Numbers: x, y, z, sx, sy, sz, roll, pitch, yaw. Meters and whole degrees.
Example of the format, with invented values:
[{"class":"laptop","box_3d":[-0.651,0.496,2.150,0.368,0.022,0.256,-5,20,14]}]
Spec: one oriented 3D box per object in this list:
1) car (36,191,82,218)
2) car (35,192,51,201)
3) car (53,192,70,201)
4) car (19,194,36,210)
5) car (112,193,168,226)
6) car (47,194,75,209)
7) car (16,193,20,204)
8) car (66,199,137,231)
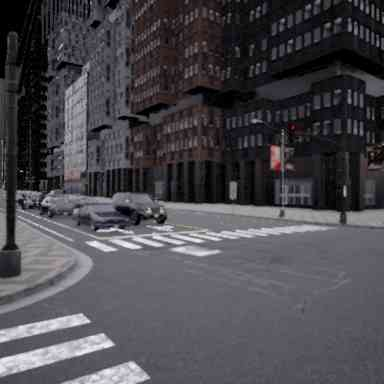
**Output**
[{"class":"car","box_3d":[-10.998,1.091,27.366,2.097,1.767,4.553,1,0,-36]},{"class":"car","box_3d":[-28.213,0.778,62.750,1.837,1.490,4.892,1,0,-36]},{"class":"car","box_3d":[-25.143,0.839,64.048,1.812,1.442,4.674,1,0,-36]},{"class":"car","box_3d":[-16.768,1.175,35.410,1.994,1.385,4.181,1,0,-35]},{"class":"car","box_3d":[-3.808,1.087,22.927,2.150,2.045,5.566,1,0,-36]},{"class":"car","box_3d":[-15.578,1.085,39.309,1.882,1.535,5.008,1,0,-36]},{"class":"car","box_3d":[-23.503,0.934,44.828,1.882,1.535,5.008,1,1,-36]},{"class":"car","box_3d":[-5.546,1.403,19.788,2.033,1.411,5.357,1,0,-36]}]
